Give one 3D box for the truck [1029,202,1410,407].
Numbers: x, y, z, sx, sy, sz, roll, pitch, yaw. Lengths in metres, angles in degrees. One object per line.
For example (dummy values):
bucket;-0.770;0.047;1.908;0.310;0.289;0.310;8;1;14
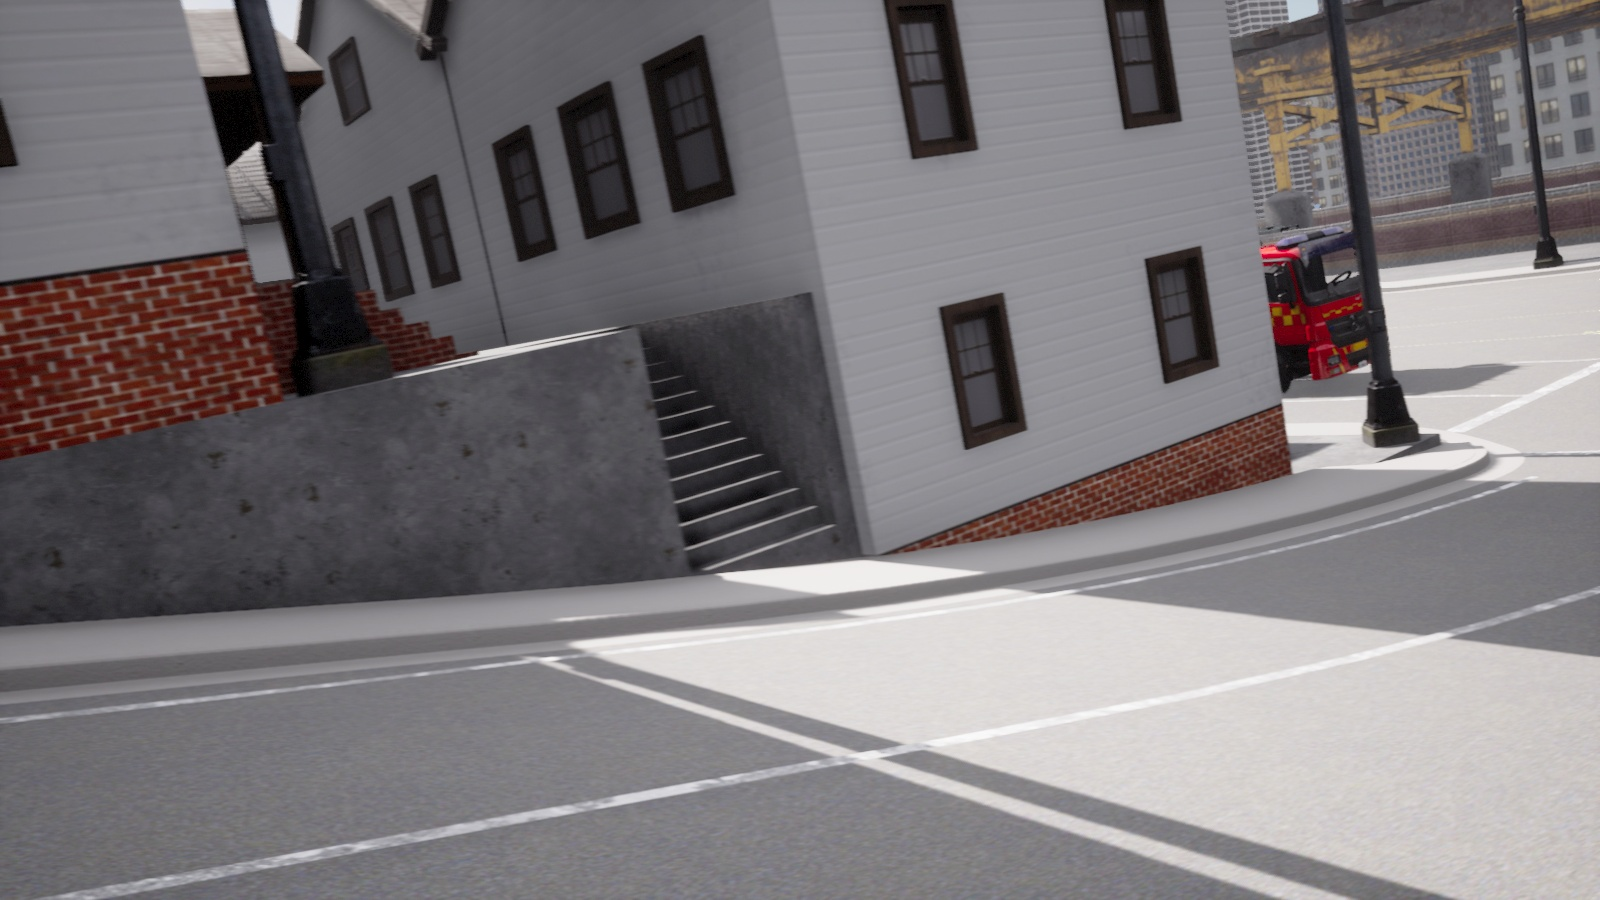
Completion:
truck;10.081;-3.392;31.293;2.891;3.827;8.468;-17;9;-33
